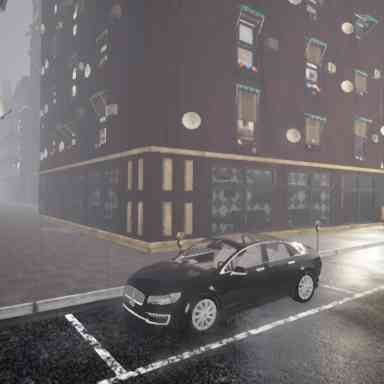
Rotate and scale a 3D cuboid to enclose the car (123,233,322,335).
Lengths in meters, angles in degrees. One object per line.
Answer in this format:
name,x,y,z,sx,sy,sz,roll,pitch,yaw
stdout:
car,0.810,1.552,6.626,4.403,1.369,2.008,0,1,-35
